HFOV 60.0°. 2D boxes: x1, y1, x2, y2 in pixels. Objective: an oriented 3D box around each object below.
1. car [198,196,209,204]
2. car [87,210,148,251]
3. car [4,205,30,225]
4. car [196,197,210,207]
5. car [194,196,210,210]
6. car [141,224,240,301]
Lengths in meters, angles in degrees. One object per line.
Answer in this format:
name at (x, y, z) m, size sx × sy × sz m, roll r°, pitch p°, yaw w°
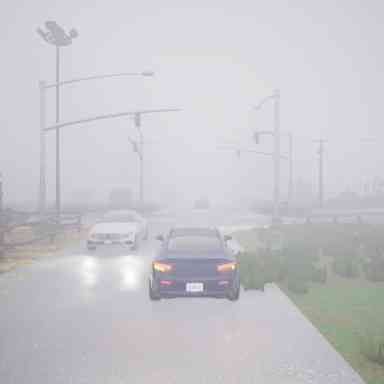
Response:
car at (2.289, 1.536, 63.542) m, size 2.033 × 1.411 × 5.357 m, roll 0°, pitch 0°, yaw 3°
car at (-3.011, 1.531, 14.281) m, size 1.812 × 1.442 × 4.674 m, roll 0°, pitch 0°, yaw 0°
car at (-13.973, 1.572, 23.796) m, size 4.181 × 1.385 × 1.994 m, roll 0°, pitch 0°, yaw 0°
car at (1.755, 1.532, 53.032) m, size 2.033 × 1.411 × 5.357 m, roll 0°, pitch 0°, yaw 2°
car at (1.276, 1.528, 42.881) m, size 2.033 × 1.411 × 5.357 m, roll 0°, pitch 0°, yaw 3°
car at (0.049, 1.529, 8.221) m, size 1.812 × 1.442 × 4.674 m, roll 0°, pitch 0°, yaw 0°
